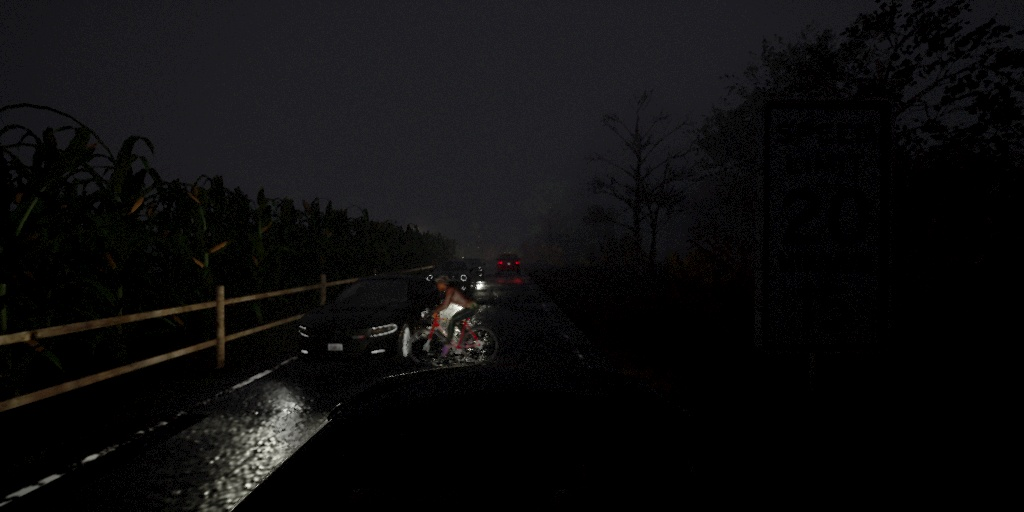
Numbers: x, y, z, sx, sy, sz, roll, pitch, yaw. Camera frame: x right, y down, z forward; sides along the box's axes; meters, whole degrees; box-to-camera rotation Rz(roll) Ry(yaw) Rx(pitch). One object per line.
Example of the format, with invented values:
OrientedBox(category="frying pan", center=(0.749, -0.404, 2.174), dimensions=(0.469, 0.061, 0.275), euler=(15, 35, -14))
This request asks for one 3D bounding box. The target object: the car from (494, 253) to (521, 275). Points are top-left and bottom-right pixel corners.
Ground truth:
OrientedBox(category="car", center=(-0.314, 0.770, 34.806), dimensions=(2.150, 2.045, 5.566), euler=(0, 1, -1))

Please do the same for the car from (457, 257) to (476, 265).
OrientedBox(category="car", center=(-8.023, 0.845, 63.088), dimensions=(2.033, 1.411, 5.357), euler=(0, 1, -23))

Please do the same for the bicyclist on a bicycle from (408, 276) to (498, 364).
OrientedBox(category="bicyclist on a bicycle", center=(-1.084, 1.177, 6.523), dimensions=(1.656, 1.620, 0.582), euler=(-2, 0, -1))

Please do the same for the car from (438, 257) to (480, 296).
OrientedBox(category="car", center=(-3.042, 1.001, 18.479), dimensions=(2.097, 1.767, 4.553), euler=(0, 0, -1))

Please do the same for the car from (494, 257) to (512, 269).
OrientedBox(category="car", center=(-1.313, 0.934, 49.904), dimensions=(1.837, 1.490, 4.892), euler=(0, 0, -8))

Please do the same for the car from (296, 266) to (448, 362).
OrientedBox(category="car", center=(-2.918, 1.188, 8.356), dimensions=(1.882, 1.535, 5.008), euler=(0, 1, -1))

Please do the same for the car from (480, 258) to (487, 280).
OrientedBox(category="car", center=(-3.144, 0.940, 28.453), dimensions=(2.097, 1.767, 4.553), euler=(0, 0, 0))
